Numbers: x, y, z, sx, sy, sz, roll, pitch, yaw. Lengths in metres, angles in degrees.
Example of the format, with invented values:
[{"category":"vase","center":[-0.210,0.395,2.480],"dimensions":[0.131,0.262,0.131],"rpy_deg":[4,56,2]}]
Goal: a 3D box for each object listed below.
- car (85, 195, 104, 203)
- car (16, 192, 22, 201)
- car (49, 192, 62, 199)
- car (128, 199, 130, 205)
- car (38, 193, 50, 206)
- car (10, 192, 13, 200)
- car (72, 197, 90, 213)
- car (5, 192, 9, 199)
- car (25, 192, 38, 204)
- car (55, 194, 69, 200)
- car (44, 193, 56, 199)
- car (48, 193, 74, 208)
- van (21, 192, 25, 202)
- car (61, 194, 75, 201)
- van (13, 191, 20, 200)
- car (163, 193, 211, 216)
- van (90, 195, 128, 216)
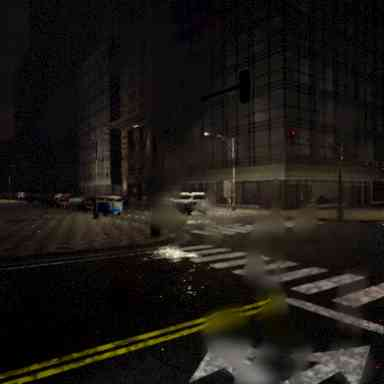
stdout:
[{"category":"car","center":[-17.399,1.220,59.385],"dimensions":[1.887,1.381,4.507],"rpy_deg":[0,1,-35]},{"category":"car","center":[-34.178,1.210,68.229],"dimensions":[1.887,1.381,4.507],"rpy_deg":[0,1,-35]},{"category":"car","center":[-33.800,0.926,82.378],"dimensions":[1.967,1.590,4.097],"rpy_deg":[0,1,-35]},{"category":"car","center":[-10.839,1.327,50.187],"dimensions":[1.802,1.307,4.206],"rpy_deg":[0,1,-35]},{"category":"car","center":[-21.059,1.129,49.833],"dimensions":[2.192,1.841,5.009],"rpy_deg":[0,1,-35]},{"category":"car","center":[-40.739,1.155,77.426],"dimensions":[1.947,1.339,4.313],"rpy_deg":[0,1,-35]},{"category":"car","center":[-11.218,1.494,36.038],"dimensions":[1.802,1.307,4.206],"rpy_deg":[0,1,-35]},{"category":"car","center":[-44.019,1.096,82.025],"dimensions":[1.887,1.381,4.507],"rpy_deg":[0,1,-35]},{"category":"car","center":[-27.619,1.057,59.030],"dimensions":[2.192,1.841,5.009],"rpy_deg":[0,1,-35]},{"category":"car","center":[-30.520,1.075,77.780],"dimensions":[2.008,1.369,4.403],"rpy_deg":[0,1,-35]},{"category":"car","center":[-37.081,0.999,86.978],"dimensions":[2.008,1.369,4.403],"rpy_deg":[0,1,-35]},{"category":"car","center":[-17.779,1.288,45.235],"dimensions":[1.967,1.590,4.097],"rpy_deg":[0,1,-35]},{"category":"van","center":[-30.899,1.045,63.629],"dimensions":[1.690,1.788,3.998],"rpy_deg":[0,1,-35]},{"category":"car","center":[-27.240,1.145,73.182],"dimensions":[1.802,1.307,4.206],"rpy_deg":[0,1,-35]},{"category":"van","center":[-37.458,0.969,72.826],"dimensions":[1.690,1.788,3.998],"rpy_deg":[0,1,-35]},{"category":"car","center":[-0.564,1.113,31.400],"dimensions":[2.150,2.045,5.566],"rpy_deg":[-1,1,-36]},{"category":"van","center":[-7.939,1.283,31.437],"dimensions":[1.690,1.788,3.998],"rpy_deg":[0,1,-35]}]
